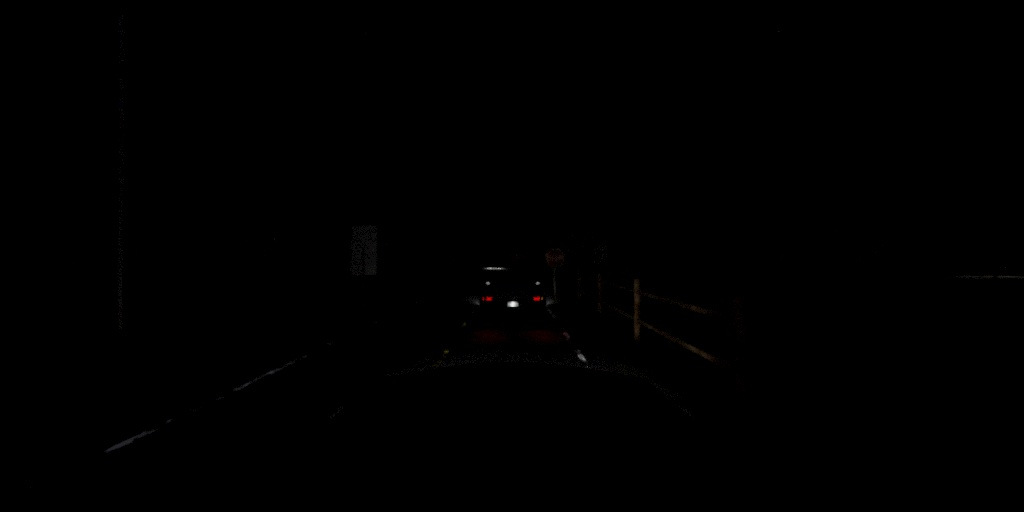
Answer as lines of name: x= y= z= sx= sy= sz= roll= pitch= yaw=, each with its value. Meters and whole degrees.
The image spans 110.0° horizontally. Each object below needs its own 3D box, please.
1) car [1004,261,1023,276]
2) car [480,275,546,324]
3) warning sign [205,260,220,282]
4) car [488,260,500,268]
car: x=43.284 y=0.836 z=29.147 sx=5.008 sy=1.535 sz=1.882 roll=0 pitch=-1 yaw=0
car: x=0.028 y=1.320 z=11.980 sx=1.994 sy=1.385 sz=4.181 roll=0 pitch=0 yaw=0
warning sign: x=-25.794 y=1.244 z=30.801 sx=1.060 sy=1.860 sz=1.300 roll=0 pitch=0 yaw=-1
car: x=-3.060 y=1.390 z=62.702 sx=1.994 sy=1.385 sz=4.181 roll=0 pitch=0 yaw=-1
